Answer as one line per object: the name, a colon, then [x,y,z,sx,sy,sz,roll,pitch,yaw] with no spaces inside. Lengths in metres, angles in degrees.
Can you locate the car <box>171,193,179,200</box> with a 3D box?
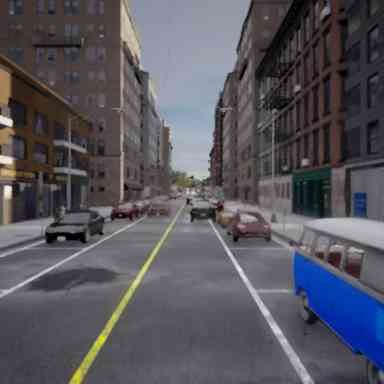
car: [-5.461,1.235,93.942,2.192,1.841,5.009,0,0,0]

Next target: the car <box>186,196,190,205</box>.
car: [0.702,1.455,35.825,1.882,1.535,5.008,0,0,2]

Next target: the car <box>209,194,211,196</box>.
car: [2.617,1.406,44.340,1.967,1.590,4.097,0,0,0]

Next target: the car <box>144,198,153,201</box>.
car: [-5.403,1.526,32.971,2.008,1.369,4.403,0,0,0]

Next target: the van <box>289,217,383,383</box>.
van: [2.635,1.338,4.564,1.690,1.788,3.998,0,0,0]

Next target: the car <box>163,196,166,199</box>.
car: [-5.411,1.401,50.018,1.967,1.590,4.097,0,0,0]

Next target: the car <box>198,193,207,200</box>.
car: [2.661,1.240,88.443,2.192,1.841,5.009,0,0,0]

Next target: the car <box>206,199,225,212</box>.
car: [2.620,1.515,38.658,1.887,1.381,4.507,0,0,0]

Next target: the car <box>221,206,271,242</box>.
car: [2.630,1.570,15.928,1.802,1.307,4.206,0,0,0]

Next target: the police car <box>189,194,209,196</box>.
police car: [0.690,1.393,41.879,1.930,1.638,5.238,0,0,-2]

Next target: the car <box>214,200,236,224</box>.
car: [2.627,1.509,21.781,1.752,1.417,4.829,0,0,0]

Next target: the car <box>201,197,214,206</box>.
car: [2.612,1.507,55.705,2.008,1.369,4.403,0,0,0]

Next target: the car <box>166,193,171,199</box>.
car: [-5.416,1.390,61.382,1.967,1.590,4.097,0,0,0]

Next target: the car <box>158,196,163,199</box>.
car: [-5.408,1.531,44.336,1.947,1.339,4.313,0,0,0]

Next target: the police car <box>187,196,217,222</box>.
police car: [0.813,1.407,25.906,1.930,1.638,5.238,0,0,0]

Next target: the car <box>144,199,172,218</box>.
car: [-2.863,1.578,29.995,1.895,1.301,4.718,0,0,0]

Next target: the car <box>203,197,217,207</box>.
car: [2.615,1.506,50.022,1.887,1.381,4.507,0,0,0]

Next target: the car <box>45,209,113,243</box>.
car: [-5.395,1.554,15.924,1.947,1.339,4.313,0,0,0]

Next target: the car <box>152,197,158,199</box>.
car: [-5.406,1.515,38.654,1.887,1.381,4.507,0,0,0]

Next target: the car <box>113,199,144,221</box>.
car: [-5.400,1.524,27.289,1.887,1.381,4.507,0,0,0]
